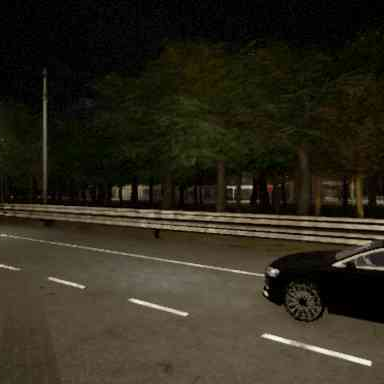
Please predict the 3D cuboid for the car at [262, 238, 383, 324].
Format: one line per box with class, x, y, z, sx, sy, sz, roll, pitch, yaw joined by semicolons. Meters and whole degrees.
car;3.628;1.492;5.580;4.902;1.511;2.128;0;0;36
